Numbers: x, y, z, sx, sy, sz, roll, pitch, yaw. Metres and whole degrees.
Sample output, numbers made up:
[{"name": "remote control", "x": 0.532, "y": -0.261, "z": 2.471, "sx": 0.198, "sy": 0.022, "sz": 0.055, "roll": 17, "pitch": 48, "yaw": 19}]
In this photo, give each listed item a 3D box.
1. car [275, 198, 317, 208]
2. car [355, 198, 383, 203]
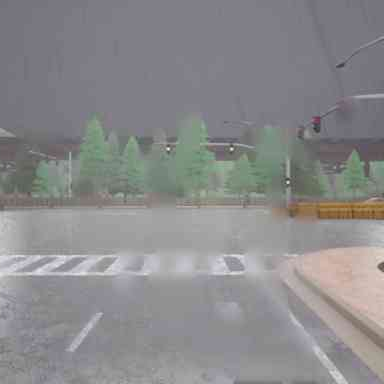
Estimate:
[{"name": "car", "x": 12.460, "y": 1.505, "z": 39.793, "sx": 4.892, "sy": 1.490, "sz": 1.837, "roll": 0, "pitch": 0, "yaw": -1}, {"name": "car", "x": 21.862, "y": 1.478, "z": 40.006, "sx": 5.008, "sy": 1.535, "sz": 1.882, "roll": 0, "pitch": 0, "yaw": -1}]
